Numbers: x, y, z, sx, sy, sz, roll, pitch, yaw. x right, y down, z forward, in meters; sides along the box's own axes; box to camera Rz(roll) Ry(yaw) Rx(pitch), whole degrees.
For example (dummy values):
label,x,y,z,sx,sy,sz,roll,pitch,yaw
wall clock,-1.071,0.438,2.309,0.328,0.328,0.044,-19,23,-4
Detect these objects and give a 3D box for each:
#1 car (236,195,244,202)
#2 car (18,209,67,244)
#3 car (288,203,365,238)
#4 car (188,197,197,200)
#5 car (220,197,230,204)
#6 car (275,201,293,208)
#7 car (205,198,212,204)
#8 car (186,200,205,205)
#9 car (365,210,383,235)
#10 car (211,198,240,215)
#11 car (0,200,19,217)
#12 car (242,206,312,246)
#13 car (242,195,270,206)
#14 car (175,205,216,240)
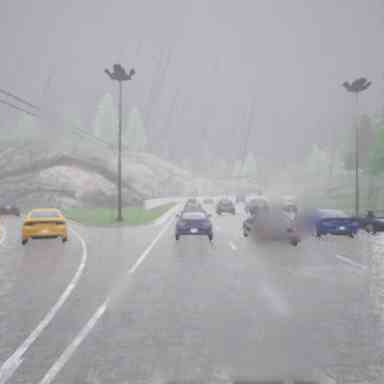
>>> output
label,x,y,z,sx,sy,sz,roll,pitch,yaw
car,10.894,1.599,73.397,2.150,2.045,5.566,0,0,9
car,-7.350,1.562,16.620,1.882,1.535,5.008,1,-1,-24
car,7.102,1.571,18.192,1.882,1.535,5.008,0,0,0
car,0.151,1.841,71.546,1.882,1.535,5.008,0,0,6
car,7.207,1.907,72.128,2.033,1.411,5.357,0,0,6
car,10.591,1.719,37.736,1.812,1.442,4.674,0,0,0
car,3.841,1.927,73.529,1.994,1.385,4.181,0,0,9
car,0.104,1.780,35.149,1.895,1.301,4.718,0,0,0
car,10.603,1.701,19.452,1.895,1.301,4.718,0,0,0
car,3.605,1.678,36.667,2.128,1.511,4.902,0,0,0
car,-18.494,1.514,32.186,4.553,1.767,2.097,0,0,43
car,3.602,1.628,15.745,2.033,1.411,5.357,0,0,0
car,7.104,1.538,36.417,2.097,1.767,4.553,0,0,0
car,0.087,1.616,17.595,1.812,1.442,4.674,0,0,0
